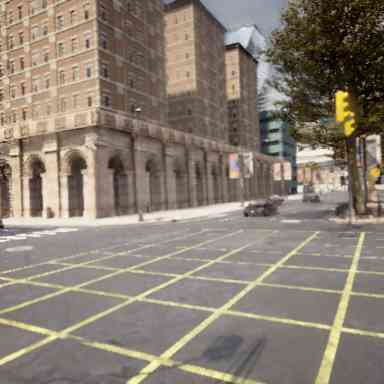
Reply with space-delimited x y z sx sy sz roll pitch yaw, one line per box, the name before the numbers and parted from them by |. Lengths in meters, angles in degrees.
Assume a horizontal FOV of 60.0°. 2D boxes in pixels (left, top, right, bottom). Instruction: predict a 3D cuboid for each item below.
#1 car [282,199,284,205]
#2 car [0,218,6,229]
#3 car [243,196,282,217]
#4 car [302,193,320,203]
car | 10.452 1.195 43.186 1.895 1.301 4.718 -2 0 29
car | -15.113 2.155 22.949 5.357 1.411 2.033 -2 0 32
car | 5.870 1.344 28.388 1.994 1.385 4.181 -2 0 31
car | 17.948 0.827 49.982 2.033 1.411 5.357 -2 0 29
